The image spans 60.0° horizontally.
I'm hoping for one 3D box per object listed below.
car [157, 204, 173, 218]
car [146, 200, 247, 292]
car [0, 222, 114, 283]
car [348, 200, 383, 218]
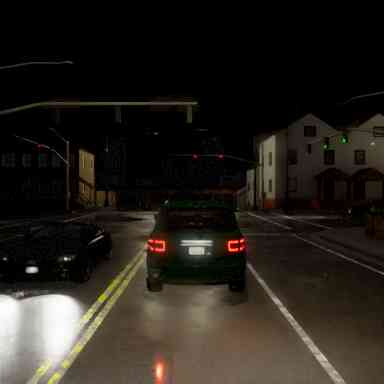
[{"bbox_3d":[-3.594,2.597,45.340,1.812,1.442,4.674,0,-9,0],"label":"car"},{"bbox_3d":[0.090,1.221,9.070,2.150,2.045,5.566,0,0,0],"label":"car"},{"bbox_3d":[-3.603,1.564,9.483,1.994,1.385,4.181,0,0,0],"label":"car"},{"bbox_3d":[16.562,1.491,29.798,4.902,1.511,2.128,0,0,-1],"label":"car"}]
